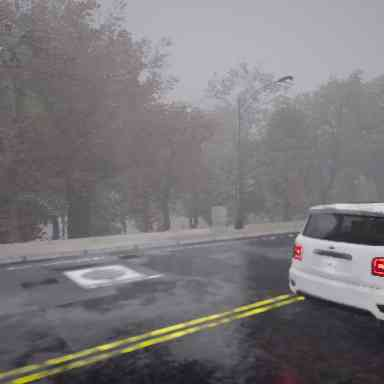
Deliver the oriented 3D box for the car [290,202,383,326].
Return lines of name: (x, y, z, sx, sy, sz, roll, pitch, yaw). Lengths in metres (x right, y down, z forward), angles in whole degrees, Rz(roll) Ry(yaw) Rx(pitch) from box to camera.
car: (4.392, 1.223, 6.663, 5.566, 2.045, 2.150, 0, 0, -34)
